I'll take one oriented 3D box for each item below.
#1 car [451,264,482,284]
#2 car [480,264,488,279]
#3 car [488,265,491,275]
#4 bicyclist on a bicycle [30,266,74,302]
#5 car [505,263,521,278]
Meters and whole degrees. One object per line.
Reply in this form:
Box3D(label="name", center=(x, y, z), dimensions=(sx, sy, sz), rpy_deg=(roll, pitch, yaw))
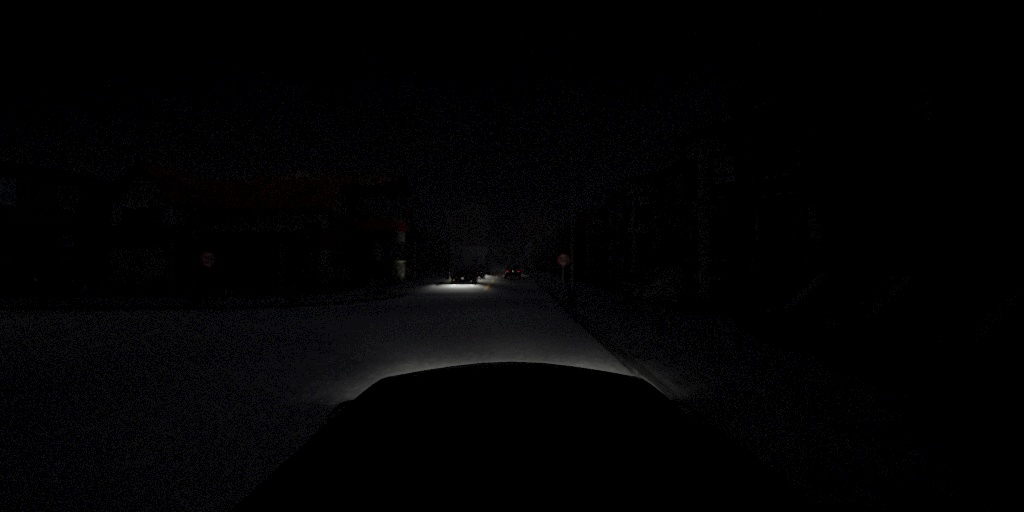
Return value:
Box3D(label="car", center=(-4.094, 1.691, 31.556), dimensions=(1.994, 1.385, 4.181), rpy_deg=(0, -1, 0))
Box3D(label="car", center=(-4.084, 1.717, 40.442), dimensions=(1.882, 1.535, 5.008), rpy_deg=(0, -1, 0))
Box3D(label="car", center=(-4.052, 1.862, 50.755), dimensions=(2.128, 1.511, 4.902), rpy_deg=(0, -1, 0))
Box3D(label="bicyclist on a bicycle", center=(-21.575, 1.292, 16.856), dimensions=(0.582, 1.620, 1.656), rpy_deg=(0, 0, 0))
Box3D(label="car", center=(0.112, 1.812, 42.403), dimensions=(2.033, 1.411, 5.357), rpy_deg=(0, -1, 0))
